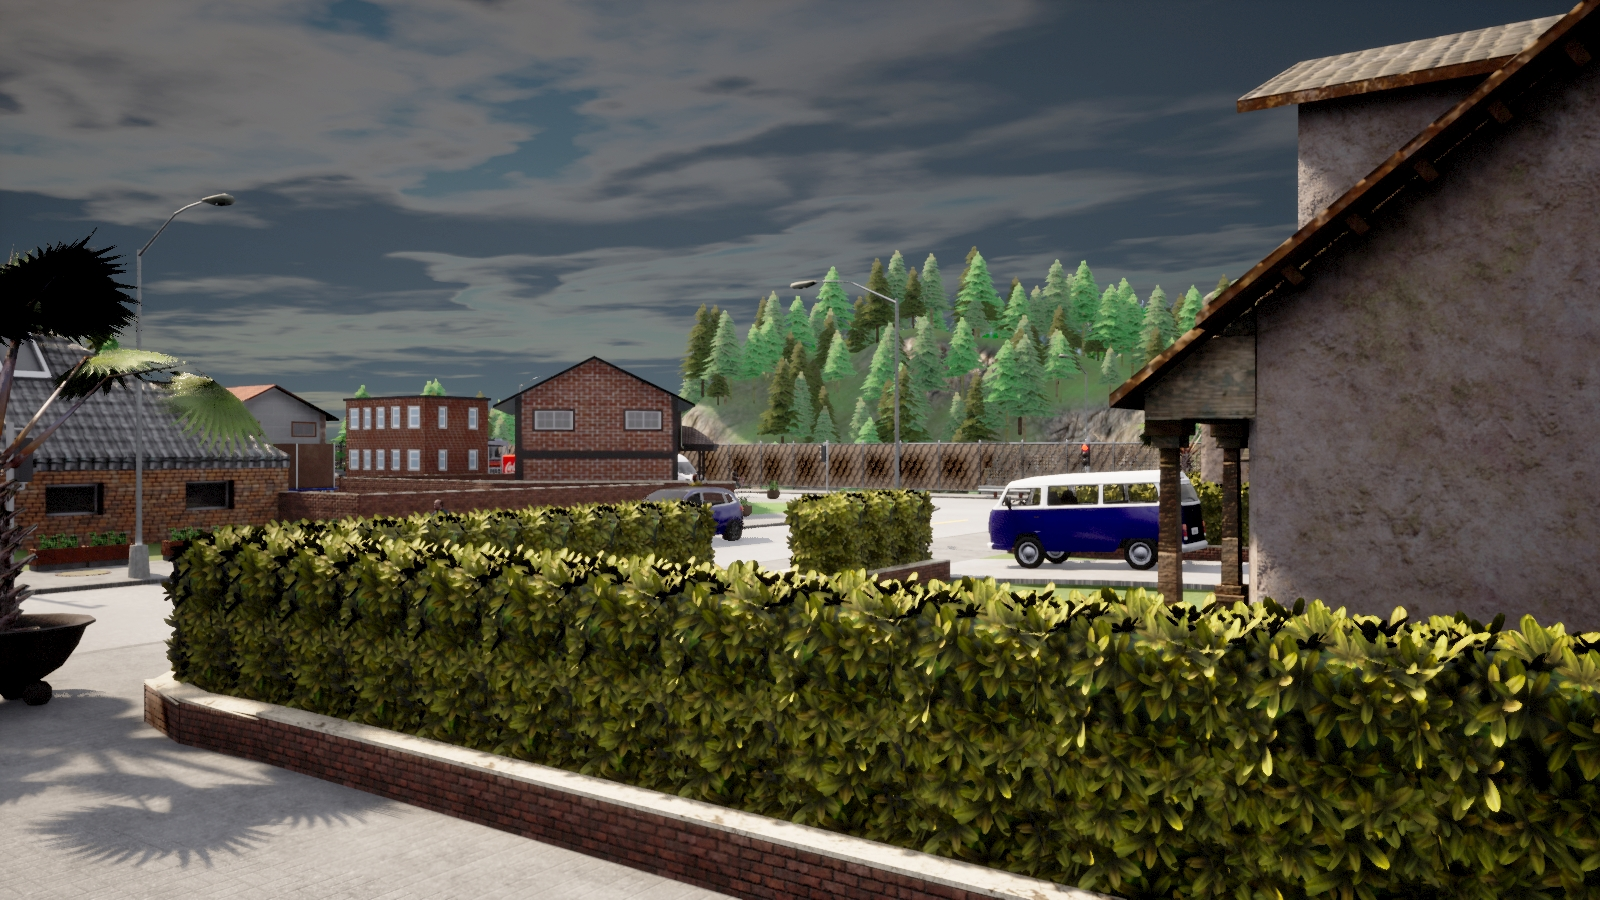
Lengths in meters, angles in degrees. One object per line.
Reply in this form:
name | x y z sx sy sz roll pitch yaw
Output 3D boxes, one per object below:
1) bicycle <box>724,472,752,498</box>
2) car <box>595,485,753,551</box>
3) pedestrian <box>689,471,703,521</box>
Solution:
bicycle | -3.643 2.044 67.431 1.835 1.471 0.329 0 0 35
car | -3.687 1.959 34.256 2.242 1.667 4.611 0 0 35
pedestrian | -3.909 1.732 43.010 0.375 1.860 0.375 0 0 38
